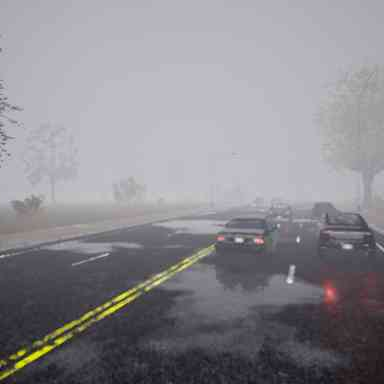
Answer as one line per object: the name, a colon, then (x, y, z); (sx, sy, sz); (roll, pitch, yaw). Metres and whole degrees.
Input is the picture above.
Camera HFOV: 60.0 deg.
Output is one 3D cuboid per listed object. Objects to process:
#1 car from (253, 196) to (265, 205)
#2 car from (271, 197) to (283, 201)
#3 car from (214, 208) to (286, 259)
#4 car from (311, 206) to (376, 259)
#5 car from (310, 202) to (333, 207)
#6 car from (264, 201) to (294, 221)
car: (12.841, 1.625, 63.342); (1.837, 1.490, 4.892); (0, 0, 20)
car: (15.917, 1.612, 62.296); (2.128, 1.511, 4.902); (0, 0, 20)
car: (2.329, 1.583, 12.956); (2.033, 1.411, 5.357); (0, 0, 19)
car: (5.736, 1.526, 12.828); (2.128, 1.511, 4.902); (0, 0, 20)
car: (10.895, 1.541, 27.692); (1.882, 1.535, 5.008); (0, 0, 20)
car: (7.483, 1.668, 27.807); (1.895, 1.301, 4.718); (0, 0, 20)
